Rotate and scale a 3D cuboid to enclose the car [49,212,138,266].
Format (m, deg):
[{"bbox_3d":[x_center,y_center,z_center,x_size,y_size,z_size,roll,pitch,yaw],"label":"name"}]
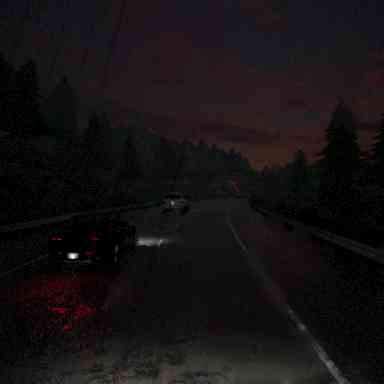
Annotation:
[{"bbox_3d":[-3.131,1.462,11.397,1.837,1.490,4.892,0,0,2],"label":"car"}]

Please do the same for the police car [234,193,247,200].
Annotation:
[{"bbox_3d":[11.761,1.142,83.024,1.930,1.638,5.238,0,0,14],"label":"police car"}]

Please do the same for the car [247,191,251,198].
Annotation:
[{"bbox_3d":[14.320,1.036,92.355,2.097,1.767,4.553,0,0,16],"label":"car"}]

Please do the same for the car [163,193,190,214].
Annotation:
[{"bbox_3d":[-1.543,1.100,34.058,2.150,2.045,5.566,0,0,6],"label":"car"}]
